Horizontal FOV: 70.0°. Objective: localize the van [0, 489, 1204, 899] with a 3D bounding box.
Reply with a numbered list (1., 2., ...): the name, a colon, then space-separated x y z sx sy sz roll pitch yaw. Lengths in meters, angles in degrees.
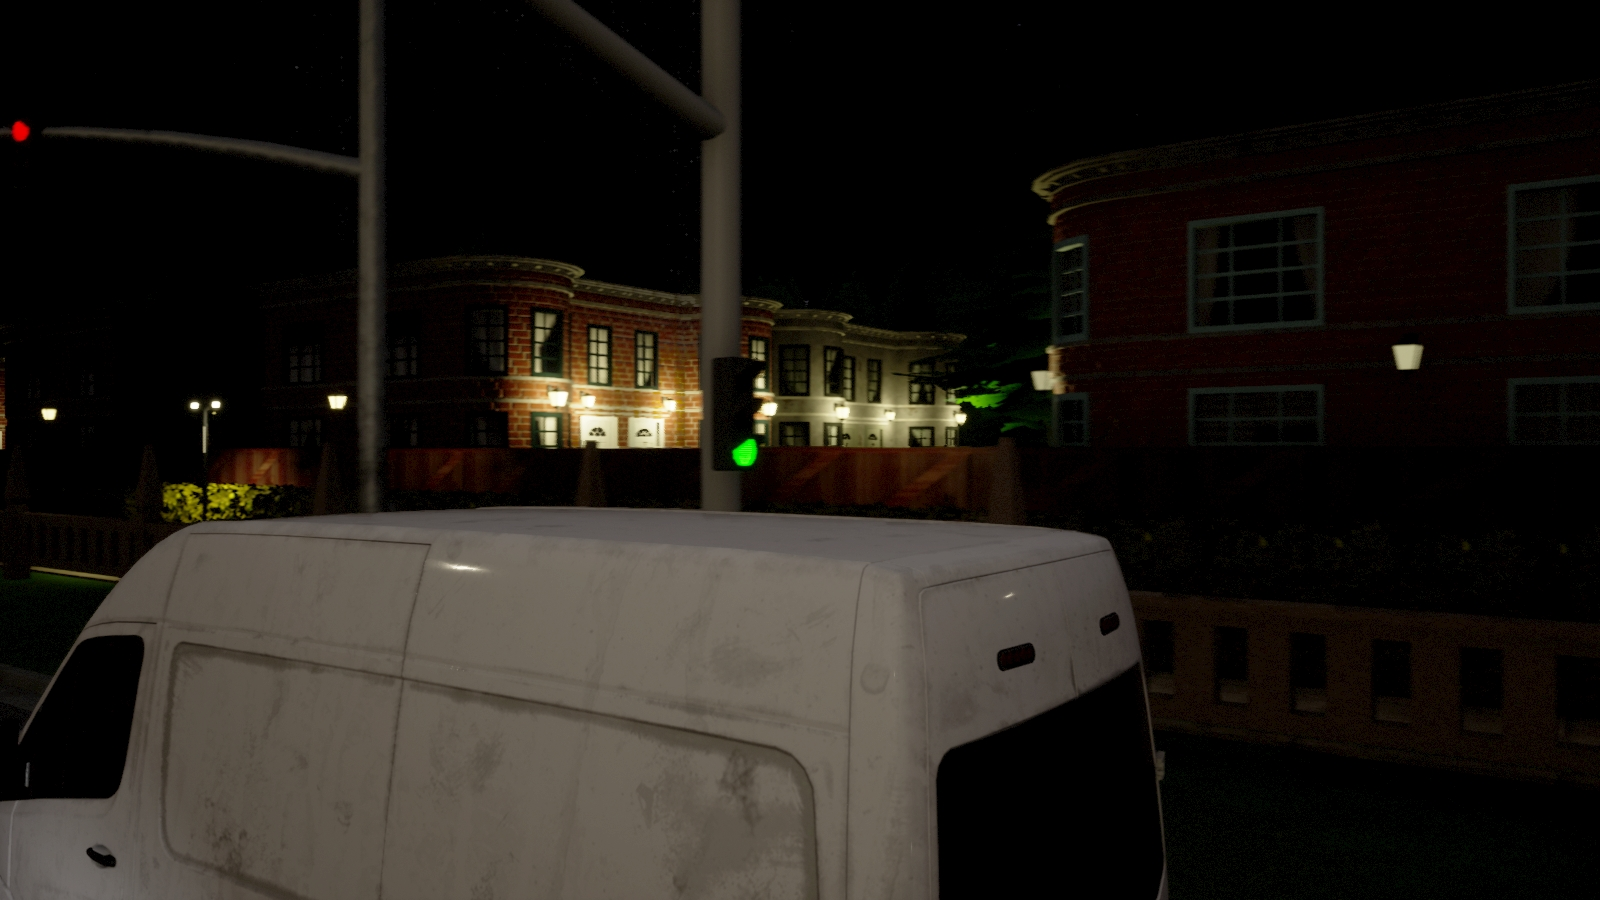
1. van: -1.581 1.538 4.881 5.915 2.561 1.988 0 0 35
